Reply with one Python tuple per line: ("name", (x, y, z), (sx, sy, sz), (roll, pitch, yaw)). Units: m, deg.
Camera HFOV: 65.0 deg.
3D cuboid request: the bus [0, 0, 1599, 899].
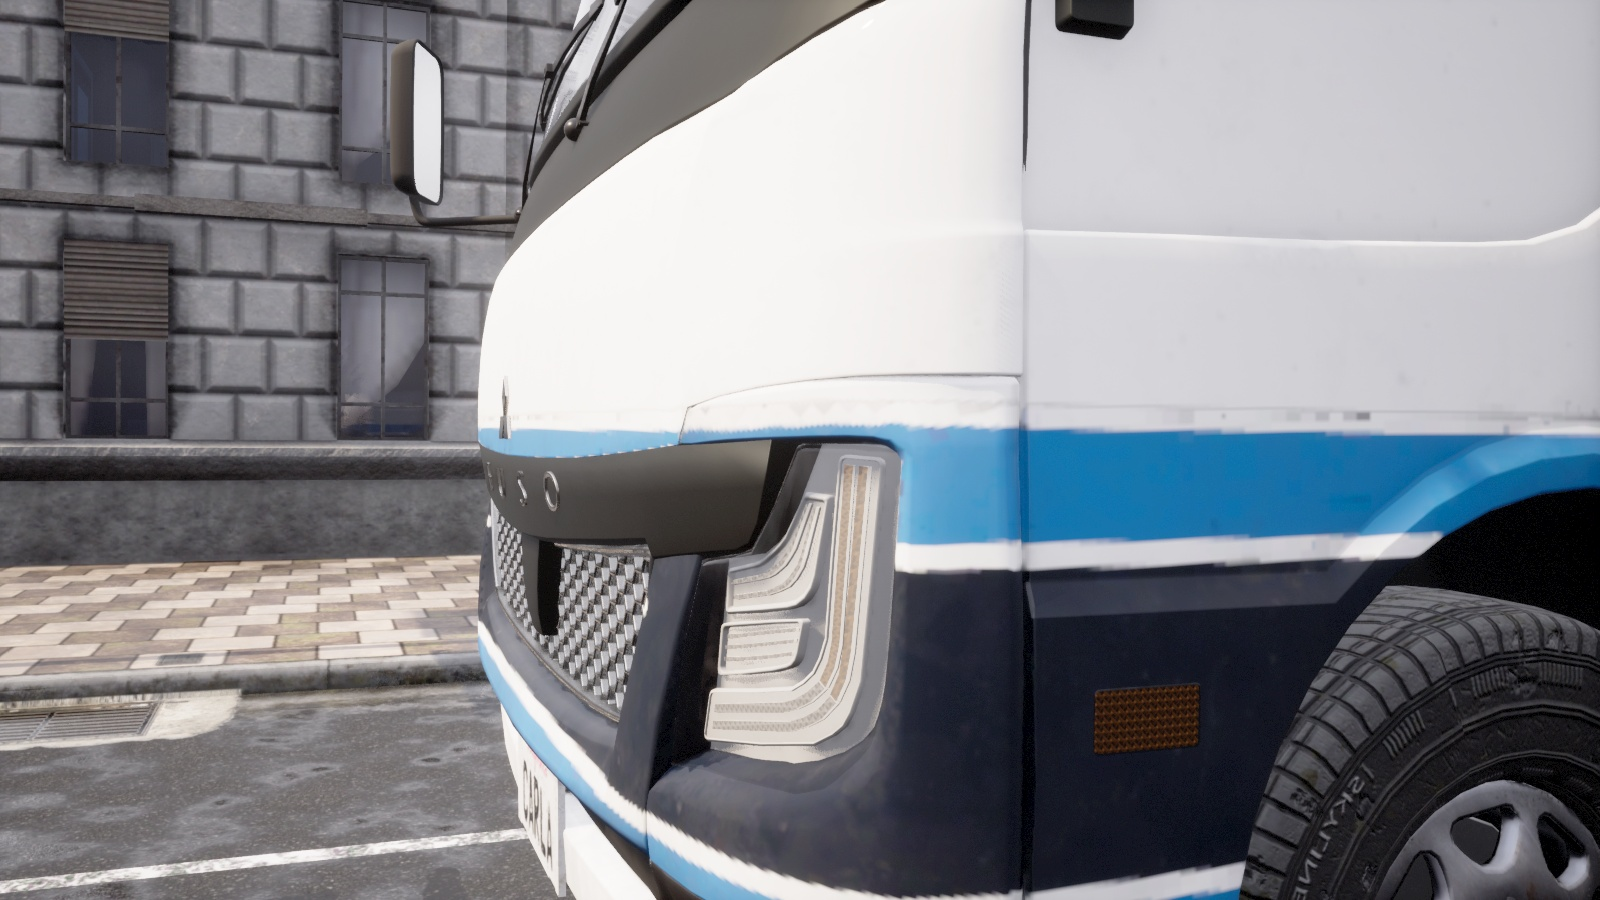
("bus", (3.496, -0.691, 4.578), (10.273, 4.253, 3.944), (-1, 1, -21))
